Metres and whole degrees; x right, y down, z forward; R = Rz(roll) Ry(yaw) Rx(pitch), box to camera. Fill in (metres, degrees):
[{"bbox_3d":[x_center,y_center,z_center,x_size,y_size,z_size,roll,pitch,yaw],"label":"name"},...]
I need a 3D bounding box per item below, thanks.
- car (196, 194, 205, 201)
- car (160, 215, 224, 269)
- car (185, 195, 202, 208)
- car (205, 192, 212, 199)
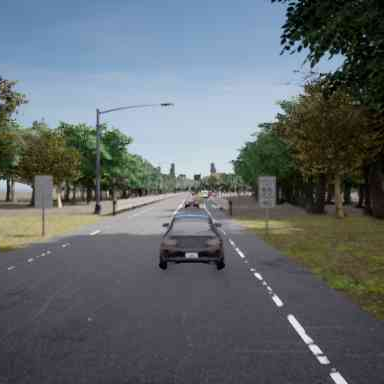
[{"bbox_3d":[1.201,1.251,70.817,1.882,1.535,5.008,0,0,5],"label":"car"},{"bbox_3d":[-0.003,1.479,10.948,1.812,1.442,4.674,0,0,0],"label":"car"},{"bbox_3d":[0.015,1.459,44.977,1.895,1.301,4.718,0,0,1],"label":"car"},{"bbox_3d":[3.758,1.350,94.612,1.895,1.301,4.718,0,0,8],"label":"car"}]
